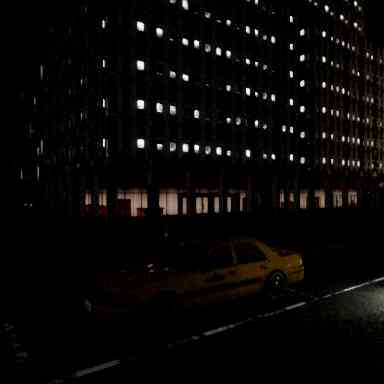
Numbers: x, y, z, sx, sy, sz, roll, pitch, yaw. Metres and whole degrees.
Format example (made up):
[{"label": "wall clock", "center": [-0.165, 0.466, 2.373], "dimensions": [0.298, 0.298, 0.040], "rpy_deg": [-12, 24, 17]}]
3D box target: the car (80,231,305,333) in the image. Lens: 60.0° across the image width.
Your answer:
[{"label": "car", "center": [0.285, 1.525, 6.767], "dimensions": [4.829, 1.417, 1.752], "rpy_deg": [0, 0, -36]}]
